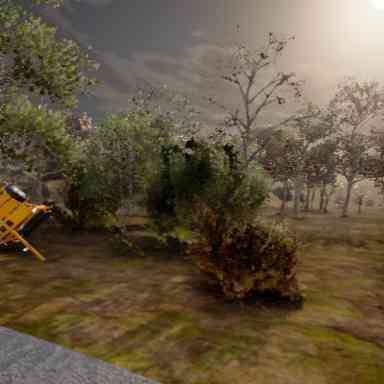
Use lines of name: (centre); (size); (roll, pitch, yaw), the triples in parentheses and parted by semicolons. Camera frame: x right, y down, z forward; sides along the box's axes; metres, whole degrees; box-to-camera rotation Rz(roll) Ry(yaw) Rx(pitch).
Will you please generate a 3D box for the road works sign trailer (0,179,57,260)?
road works sign trailer: (-6.259, 1.335, 12.518); (2.880, 2.380, 3.560); (46, -7, -6)
